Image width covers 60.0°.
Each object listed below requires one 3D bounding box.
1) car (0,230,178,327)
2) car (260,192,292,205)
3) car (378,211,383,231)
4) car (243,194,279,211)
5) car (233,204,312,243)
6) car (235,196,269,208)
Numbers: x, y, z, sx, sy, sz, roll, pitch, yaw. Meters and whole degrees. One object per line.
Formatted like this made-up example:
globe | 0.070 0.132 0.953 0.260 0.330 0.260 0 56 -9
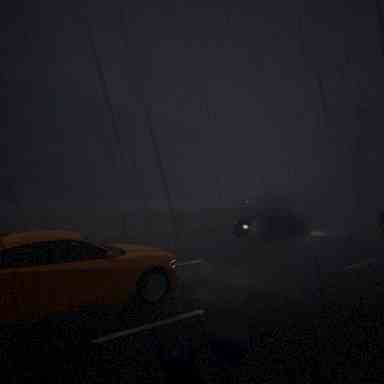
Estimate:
car | -2.591 1.477 6.323 5.008 1.535 1.882 -1 0 -36
car | 8.822 1.035 34.790 2.150 2.045 5.566 0 0 45
car | 11.905 1.326 18.171 5.008 1.535 1.882 -1 0 -42
car | 8.175 1.156 39.151 2.097 1.767 4.553 0 0 44
car | 3.900 1.481 15.863 4.181 1.385 1.994 -1 0 -39
car | 8.023 1.279 44.063 2.128 1.511 4.902 0 0 43
